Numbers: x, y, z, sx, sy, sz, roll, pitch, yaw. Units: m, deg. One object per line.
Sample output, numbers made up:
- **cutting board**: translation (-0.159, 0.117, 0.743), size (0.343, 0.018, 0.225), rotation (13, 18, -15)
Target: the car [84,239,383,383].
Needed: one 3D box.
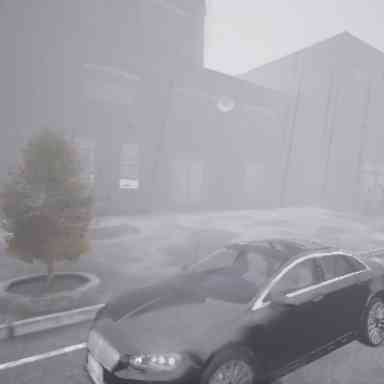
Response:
- **car**: translation (1.034, 1.494, 4.726), size (4.902, 1.511, 2.128), rotation (0, 0, -36)
